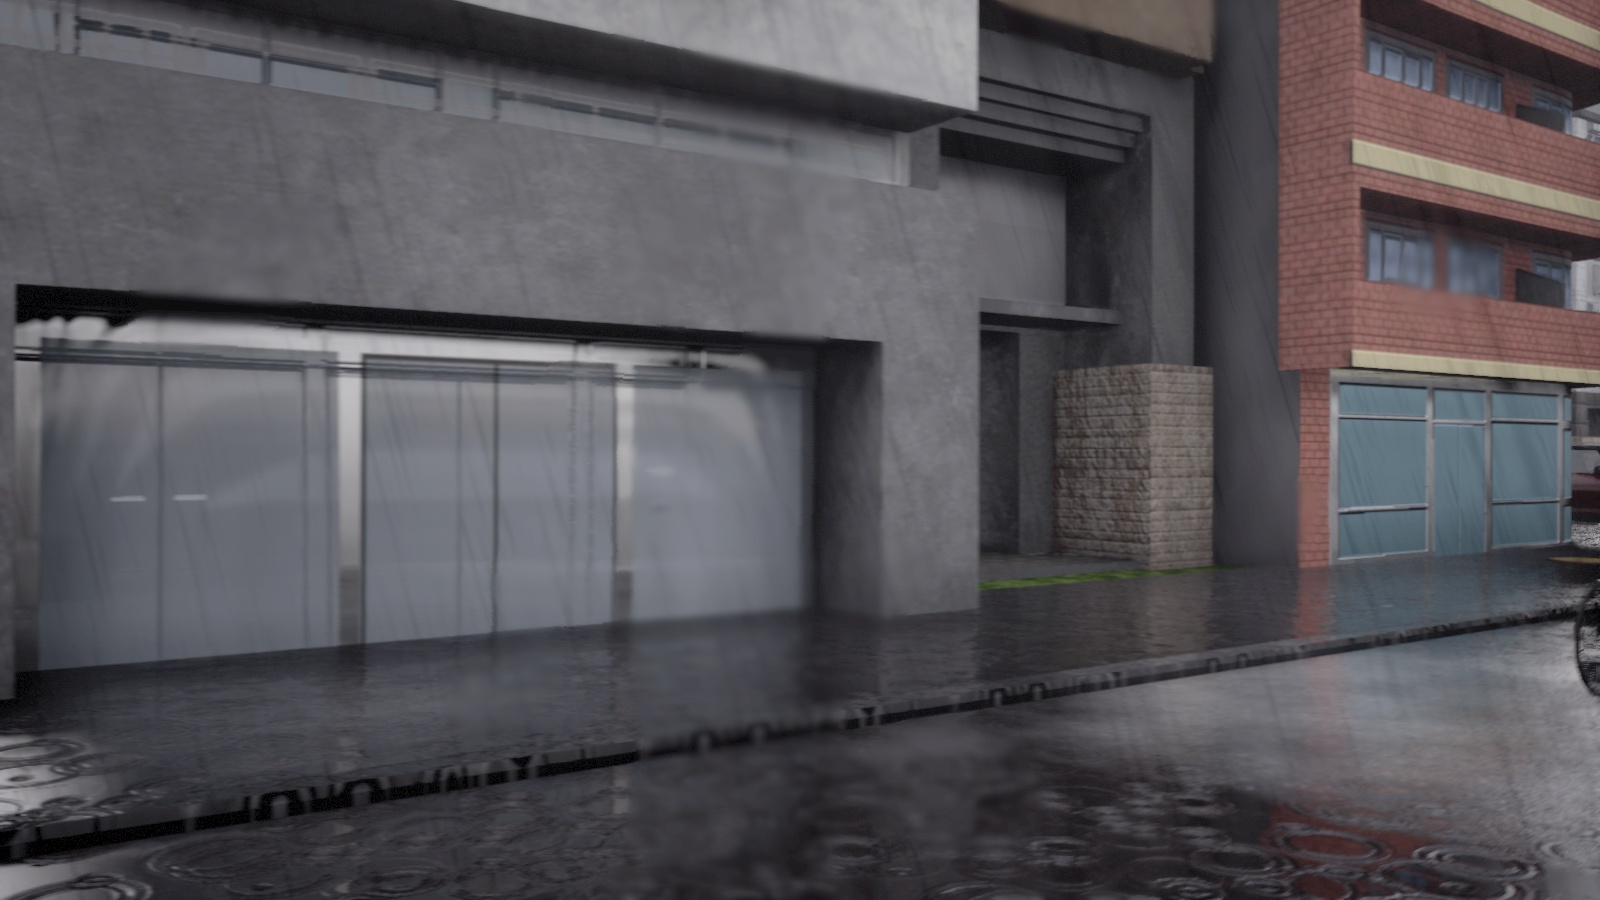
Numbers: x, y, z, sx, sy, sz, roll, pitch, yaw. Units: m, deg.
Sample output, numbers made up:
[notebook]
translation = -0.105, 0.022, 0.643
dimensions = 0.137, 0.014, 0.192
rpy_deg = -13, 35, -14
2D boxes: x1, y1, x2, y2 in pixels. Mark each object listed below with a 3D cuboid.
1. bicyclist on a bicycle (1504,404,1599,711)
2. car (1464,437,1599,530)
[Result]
[bicyclist on a bicycle]
translation = 5.254, 0.624, 7.941
dimensions = 1.843, 1.776, 0.659
rpy_deg = 0, 0, -35
[car]
translation = 15.880, 0.631, 24.701
dimensions = 2.097, 1.767, 4.553
rpy_deg = 0, 0, -31
